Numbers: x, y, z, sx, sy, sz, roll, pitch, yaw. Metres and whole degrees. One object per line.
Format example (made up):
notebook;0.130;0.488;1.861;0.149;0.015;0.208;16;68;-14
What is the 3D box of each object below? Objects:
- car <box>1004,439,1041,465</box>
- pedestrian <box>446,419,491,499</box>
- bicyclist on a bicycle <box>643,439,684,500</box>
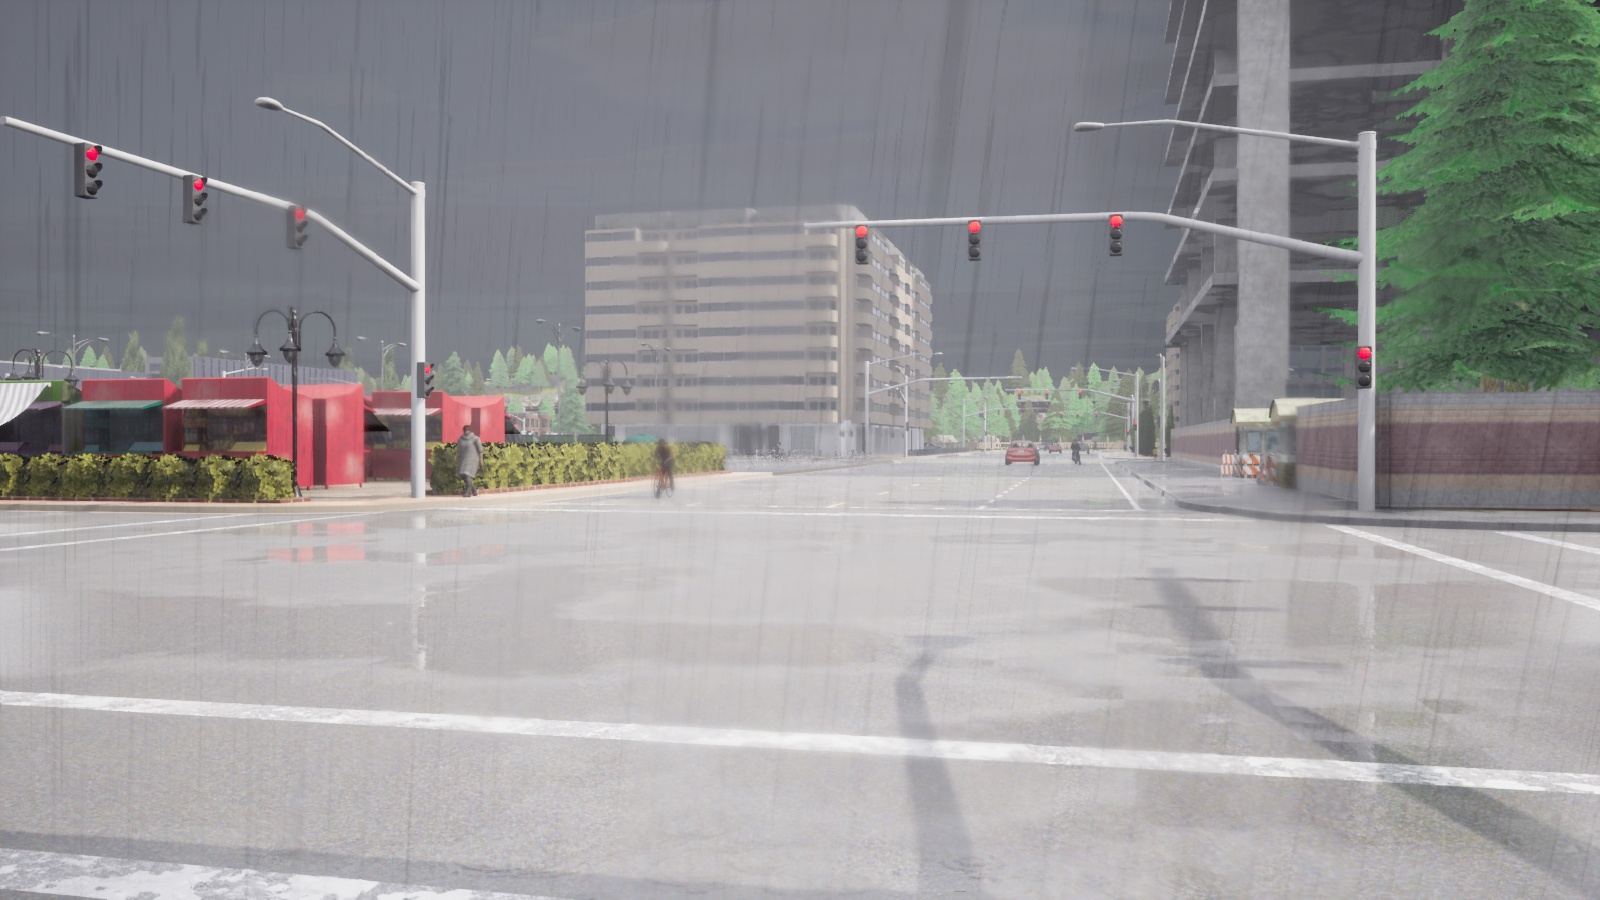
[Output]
car;15.074;0.123;84.990;2.242;1.667;4.611;0;0;12
pedestrian;-8.212;0.218;31.127;0.659;1.952;0.873;0;0;23
bicyclist on a bicycle;-3.670;0.505;33.890;0.582;1.620;1.656;0;1;13
